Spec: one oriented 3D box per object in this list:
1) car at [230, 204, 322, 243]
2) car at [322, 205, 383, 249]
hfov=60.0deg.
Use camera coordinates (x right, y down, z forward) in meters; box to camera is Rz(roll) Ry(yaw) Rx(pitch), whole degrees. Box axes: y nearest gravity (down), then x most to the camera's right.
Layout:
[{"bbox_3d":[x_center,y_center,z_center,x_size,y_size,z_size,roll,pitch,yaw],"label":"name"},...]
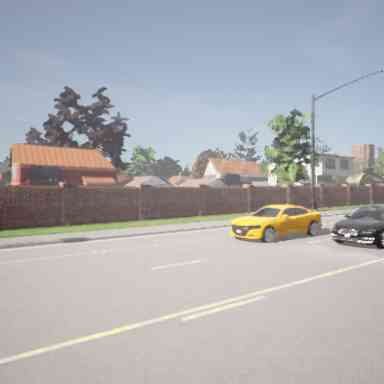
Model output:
[{"bbox_3d":[3.992,1.339,15.444,5.008,1.535,1.882,-1,1,-36],"label":"car"},{"bbox_3d":[7.780,1.329,13.846,4.892,1.490,1.837,-2,1,-36],"label":"car"}]
